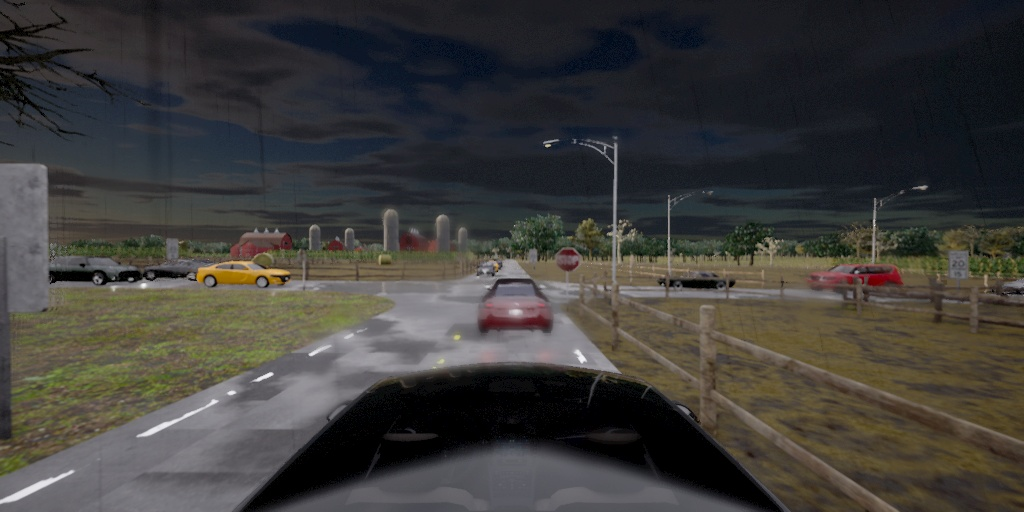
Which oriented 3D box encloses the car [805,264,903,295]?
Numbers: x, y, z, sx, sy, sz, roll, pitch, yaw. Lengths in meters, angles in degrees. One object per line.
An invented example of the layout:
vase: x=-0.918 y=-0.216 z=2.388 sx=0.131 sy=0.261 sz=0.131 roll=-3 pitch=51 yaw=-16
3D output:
car: x=23.933 y=1.592 z=25.158 sx=5.566 sy=2.045 sz=2.150 roll=1 pitch=1 yaw=0

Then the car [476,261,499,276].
car: x=-2.799 y=1.429 z=39.581 sx=2.128 sy=1.511 sz=4.902 roll=0 pitch=0 yaw=-1

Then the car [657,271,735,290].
car: x=12.758 y=1.730 z=25.102 sx=4.718 sy=1.301 sz=1.895 roll=1 pitch=1 yaw=0

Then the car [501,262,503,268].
car: x=-2.815 y=1.578 z=59.029 sx=1.994 sy=1.385 sz=4.181 roll=0 pitch=0 yaw=0

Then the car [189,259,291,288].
car: x=-16.321 y=1.096 z=21.991 sx=5.008 sy=1.535 sz=1.882 roll=1 pitch=1 yaw=0

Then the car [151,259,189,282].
car: x=-22.815 y=0.974 z=24.906 sx=4.902 sy=1.511 sz=2.128 roll=1 pitch=1 yaw=0

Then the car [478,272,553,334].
car: x=0.098 y=1.362 z=10.793 sx=1.994 sy=1.385 sz=4.181 roll=0 pitch=0 yaw=0

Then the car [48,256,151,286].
car: x=-25.567 y=0.820 z=21.943 sx=4.553 sy=1.767 sz=2.097 roll=1 pitch=1 yaw=0

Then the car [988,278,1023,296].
car: x=37.191 y=2.242 z=25.215 sx=5.357 sy=1.411 sz=2.033 roll=1 pitch=1 yaw=0

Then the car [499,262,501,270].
car: x=-2.828 y=1.453 z=48.978 sx=1.882 sy=1.535 sz=5.008 roll=0 pitch=0 yaw=0
